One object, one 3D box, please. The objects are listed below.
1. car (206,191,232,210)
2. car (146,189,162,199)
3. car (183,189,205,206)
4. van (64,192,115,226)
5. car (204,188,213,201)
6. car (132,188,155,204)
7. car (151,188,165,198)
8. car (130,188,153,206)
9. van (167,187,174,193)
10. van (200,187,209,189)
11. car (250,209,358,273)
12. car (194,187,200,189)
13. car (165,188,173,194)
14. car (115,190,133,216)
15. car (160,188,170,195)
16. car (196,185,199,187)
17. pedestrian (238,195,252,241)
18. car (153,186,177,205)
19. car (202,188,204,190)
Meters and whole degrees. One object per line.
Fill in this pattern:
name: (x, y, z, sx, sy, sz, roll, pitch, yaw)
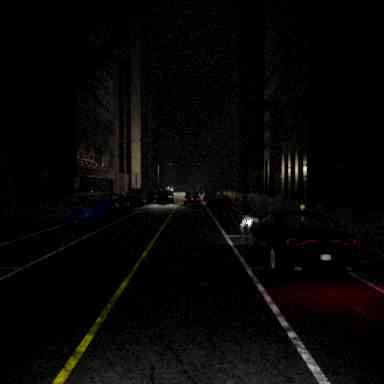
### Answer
car: (2.604, 0.863, 30.309, 1.887, 1.381, 4.507, 0, 1, 0)
car: (-5.970, 0.274, 52.855, 1.967, 1.590, 4.097, 0, 1, 0)
car: (0.006, 0.741, 36.019, 2.033, 1.411, 5.357, 0, 1, 0)
van: (-5.898, 0.903, 19.023, 1.690, 1.788, 3.998, 0, 1, 0)
car: (2.592, 0.636, 35.944, 1.967, 1.590, 4.097, 0, 1, 0)
car: (-5.945, 0.387, 41.575, 2.192, 1.841, 5.009, 0, 1, 0)
car: (-5.982, 0.159, 58.492, 1.967, 1.590, 4.097, 0, 1, 0)
car: (-5.933, 0.509, 35.937, 2.192, 1.841, 5.009, 0, 1, 0)
van: (-6.054, -0.603, 92.324, 1.690, 1.788, 3.998, 0, 1, 0)
van: (2.555, 0.177, 52.855, 1.690, 1.788, 3.998, 0, 1, 0)
car: (2.980, 1.244, 9.883, 1.882, 1.535, 5.008, 0, 1, 0)
car: (-0.075, 0.451, 48.504, 1.812, 1.442, 4.674, 0, 1, 0)
car: (-6.042, -0.303, 86.517, 1.752, 1.417, 4.829, 0, 1, 0)
car: (-5.910, 0.880, 24.663, 1.967, 1.590, 4.097, 0, 1, 0)
car: (-6.025, -0.083, 75.206, 1.752, 1.417, 4.829, 0, 1, 1)
car: (2.496, -0.404, 81.042, 2.192, 1.841, 5.009, 0, 1, 0)
pedestrian: (2.034, 0.997, 12.628, 0.375, 1.860, 0.375, 0, 1, -15)
car: (-3.175, 0.491, 38.524, 2.097, 1.767, 4.553, 0, 1, 0)
car: (2.568, 0.519, 47.222, 1.947, 1.339, 4.313, 0, 1, 0)
